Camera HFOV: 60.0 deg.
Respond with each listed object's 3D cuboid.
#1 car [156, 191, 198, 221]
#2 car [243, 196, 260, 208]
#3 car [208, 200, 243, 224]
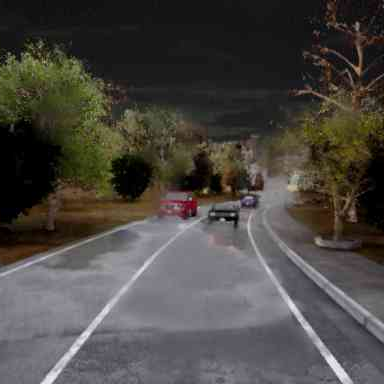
[{"bbox_3d":[-0.998,0.954,25.190,2.150,2.045,5.566,1,1,12],"label":"car"},{"bbox_3d":[7.417,1.190,42.170,1.812,1.442,4.674,2,1,19],"label":"car"},{"bbox_3d":[2.285,1.403,22.744,1.895,1.301,4.718,1,1,10],"label":"car"}]
